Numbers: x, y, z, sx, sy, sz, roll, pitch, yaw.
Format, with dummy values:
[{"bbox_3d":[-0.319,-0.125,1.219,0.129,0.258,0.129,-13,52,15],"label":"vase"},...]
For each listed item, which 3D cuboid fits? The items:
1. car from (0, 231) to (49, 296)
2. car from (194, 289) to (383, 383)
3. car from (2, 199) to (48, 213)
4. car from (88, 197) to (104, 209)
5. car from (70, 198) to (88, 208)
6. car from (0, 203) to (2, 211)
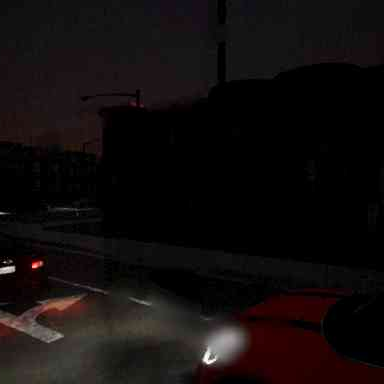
[{"bbox_3d":[-5.535,1.547,7.918,5.357,1.411,2.033,0,0,38],"label":"car"},{"bbox_3d":[2.214,1.352,2.418,4.553,1.767,2.097,0,0,36],"label":"car"},{"bbox_3d":[-18.377,1.564,37.307,1.994,1.385,4.181,0,0,36],"label":"car"},{"bbox_3d":[-11.720,1.601,46.595,1.895,1.301,4.718,0,0,36],"label":"car"},{"bbox_3d":[-15.155,1.526,47.790,1.812,1.442,4.674,0,0,36],"label":"car"},{"bbox_3d":[-20.890,1.547,39.817,2.033,1.411,5.357,0,0,36],"label":"car"}]
